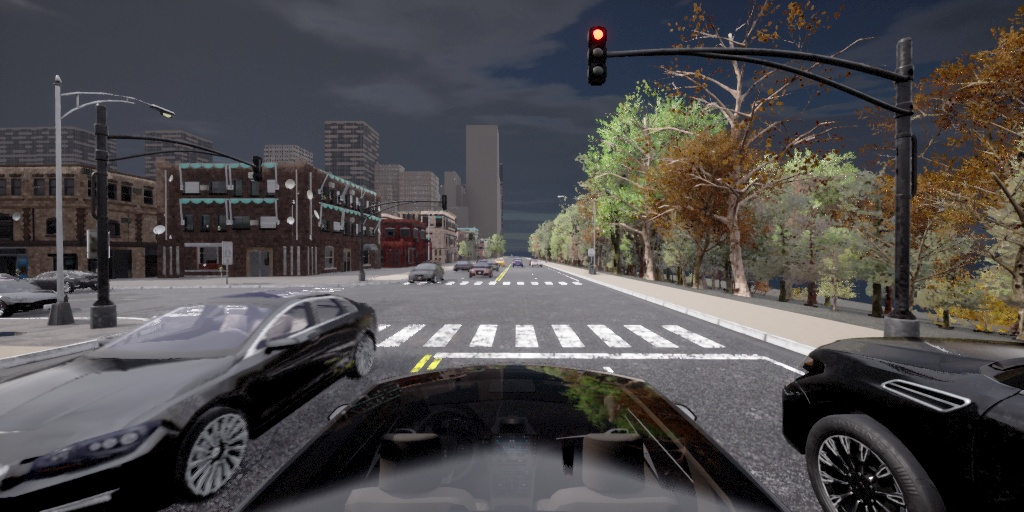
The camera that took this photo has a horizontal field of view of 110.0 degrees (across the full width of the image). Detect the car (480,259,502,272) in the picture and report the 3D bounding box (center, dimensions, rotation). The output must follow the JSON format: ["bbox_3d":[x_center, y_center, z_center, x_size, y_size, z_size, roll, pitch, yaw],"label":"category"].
[{"bbox_3d":[-2.636,1.299,45.048,1.994,1.385,4.181,0,0,1],"label":"car"}]

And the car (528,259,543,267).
[{"bbox_3d":[4.386,1.327,64.080,1.895,1.301,4.718,0,0,1],"label":"car"}]

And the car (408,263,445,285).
[{"bbox_3d":[-6.197,1.249,26.579,1.837,1.490,4.892,0,0,1],"label":"car"}]

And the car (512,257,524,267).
[{"bbox_3d":[1.026,1.253,63.751,1.812,1.442,4.674,0,0,1],"label":"car"}]

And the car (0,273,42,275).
[{"bbox_3d":[-29.593,1.654,19.739,4.718,1.301,1.895,-1,1,1],"label":"car"}]

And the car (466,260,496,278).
[{"bbox_3d":[-2.828,1.304,33.669,1.994,1.385,4.181,0,0,1],"label":"car"}]

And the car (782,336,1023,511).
[{"bbox_3d":[3.321,0.972,0.625,2.150,2.045,5.566,0,0,1],"label":"car"}]

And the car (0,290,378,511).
[{"bbox_3d":[-3.318,1.241,4.488,2.128,1.511,4.902,0,0,1],"label":"car"}]

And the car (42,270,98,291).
[{"bbox_3d":[-27.951,1.560,22.324,4.403,1.370,2.007,0,0,1],"label":"car"}]

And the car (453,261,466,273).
[{"bbox_3d":[-5.908,1.283,43.811,2.033,1.411,5.357,0,0,1],"label":"car"}]

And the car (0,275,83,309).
[{"bbox_3d":[-19.762,1.565,13.673,4.313,1.339,1.948,0,0,1],"label":"car"}]

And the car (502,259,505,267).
[{"bbox_3d":[-2.258,1.204,64.030,1.882,1.535,5.008,0,0,1],"label":"car"}]
